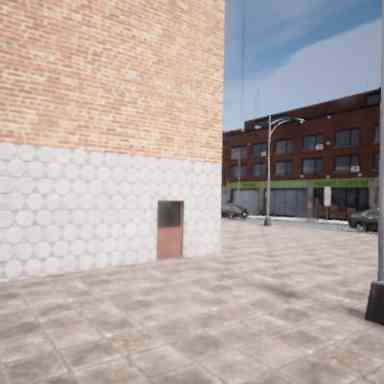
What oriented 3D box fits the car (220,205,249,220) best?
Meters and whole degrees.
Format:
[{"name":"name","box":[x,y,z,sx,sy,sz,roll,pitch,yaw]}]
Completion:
[{"name":"car","box":[3.792,2.041,34.193,1.812,1.442,4.674,2,-2,-35]}]

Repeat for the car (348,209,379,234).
[{"name":"car","box":[11.290,1.713,18.536,1.837,1.490,4.892,2,-1,-35]}]
